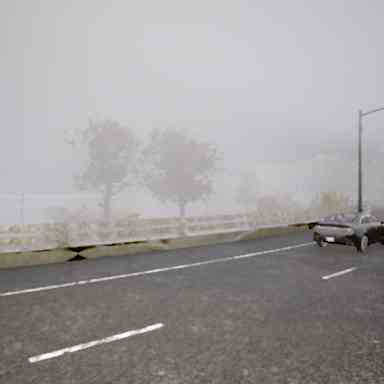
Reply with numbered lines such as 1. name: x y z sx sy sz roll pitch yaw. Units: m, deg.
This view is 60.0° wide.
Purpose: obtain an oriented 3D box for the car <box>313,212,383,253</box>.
1. car: 7.099 1.646 14.569 4.902 1.511 2.128 1 0 -44
